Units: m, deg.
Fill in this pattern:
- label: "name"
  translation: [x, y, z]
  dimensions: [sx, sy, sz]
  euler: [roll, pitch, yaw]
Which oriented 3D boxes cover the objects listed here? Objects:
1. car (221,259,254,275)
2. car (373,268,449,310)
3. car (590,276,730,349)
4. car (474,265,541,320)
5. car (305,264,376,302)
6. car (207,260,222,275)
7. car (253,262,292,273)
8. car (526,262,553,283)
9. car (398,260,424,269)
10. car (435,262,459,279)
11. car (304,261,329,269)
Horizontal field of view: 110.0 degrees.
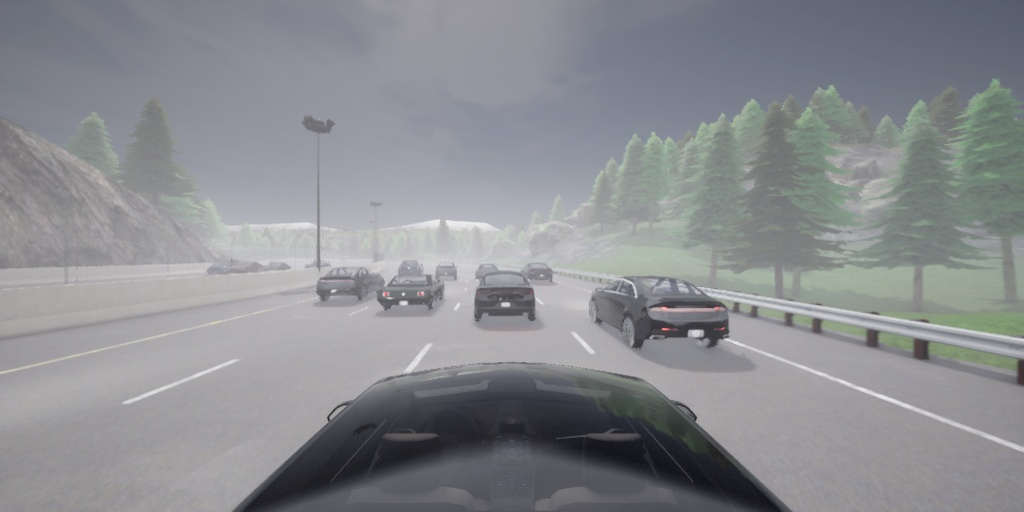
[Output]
- label: "car"
  translation: [-28.523, 1.316, 38.623]
  dimensions: [1.882, 1.535, 5.008]
  euler: [0, 0, -12]
- label: "car"
  translation: [-3.932, 1.369, 14.798]
  dimensions: [1.895, 1.301, 4.718]
  euler: [0, 0, -4]
- label: "car"
  translation: [3.351, 1.240, 9.126]
  dimensions: [2.128, 1.511, 4.902]
  euler: [0, 0, -2]
- label: "car"
  translation: [-0.314, 1.236, 12.691]
  dimensions: [1.882, 1.535, 5.008]
  euler: [0, 0, -3]
- label: "car"
  translation: [-7.657, 1.270, 17.432]
  dimensions: [2.128, 1.511, 4.902]
  euler: [0, 0, -5]
- label: "car"
  translation: [-32.616, 1.200, 41.044]
  dimensions: [2.097, 1.767, 4.553]
  euler: [0, 0, -13]
- label: "car"
  translation: [-24.782, 1.355, 37.742]
  dimensions: [1.812, 1.442, 4.674]
  euler: [0, 0, -11]
- label: "car"
  translation: [1.815, 1.243, 27.813]
  dimensions: [1.882, 1.535, 5.008]
  euler: [0, 0, -7]
- label: "car"
  translation: [-9.968, 1.149, 35.594]
  dimensions: [2.097, 1.767, 4.553]
  euler: [0, 0, -9]
- label: "car"
  translation: [-5.901, 1.277, 32.426]
  dimensions: [2.128, 1.511, 4.902]
  euler: [0, 0, -9]
- label: "car"
  translation: [-21.705, 1.317, 40.214]
  dimensions: [2.128, 1.511, 4.902]
  euler: [0, 0, -12]
